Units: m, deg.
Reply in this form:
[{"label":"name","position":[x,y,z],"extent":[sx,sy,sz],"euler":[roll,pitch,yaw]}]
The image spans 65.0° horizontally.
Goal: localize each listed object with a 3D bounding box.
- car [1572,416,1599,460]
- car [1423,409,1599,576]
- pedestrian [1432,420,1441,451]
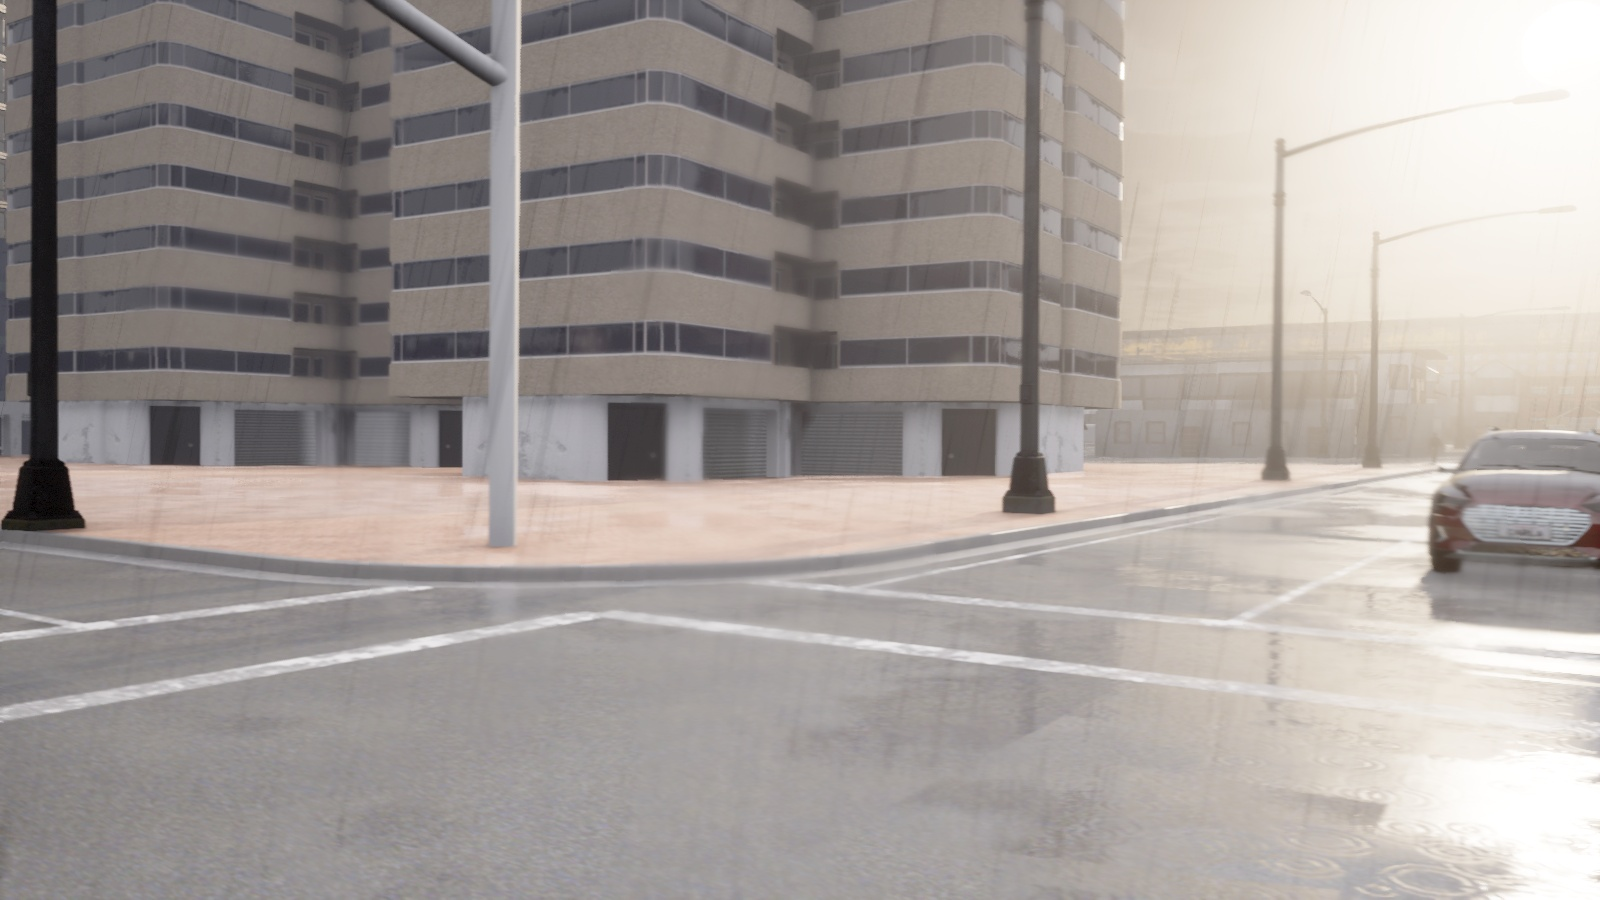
[{"label":"car","position":[35.541,-0.548,55.521],"extent":[1.905,1.878,3.866],"euler":[0,1,24]},{"label":"car","position":[8.766,0.381,14.718],"extent":[2.033,1.649,4.856],"euler":[0,1,33]},{"label":"pedestrian","position":[37.758,-0.842,74.466],"extent":[0.431,1.840,0.703],"euler":[0,1,29]}]
